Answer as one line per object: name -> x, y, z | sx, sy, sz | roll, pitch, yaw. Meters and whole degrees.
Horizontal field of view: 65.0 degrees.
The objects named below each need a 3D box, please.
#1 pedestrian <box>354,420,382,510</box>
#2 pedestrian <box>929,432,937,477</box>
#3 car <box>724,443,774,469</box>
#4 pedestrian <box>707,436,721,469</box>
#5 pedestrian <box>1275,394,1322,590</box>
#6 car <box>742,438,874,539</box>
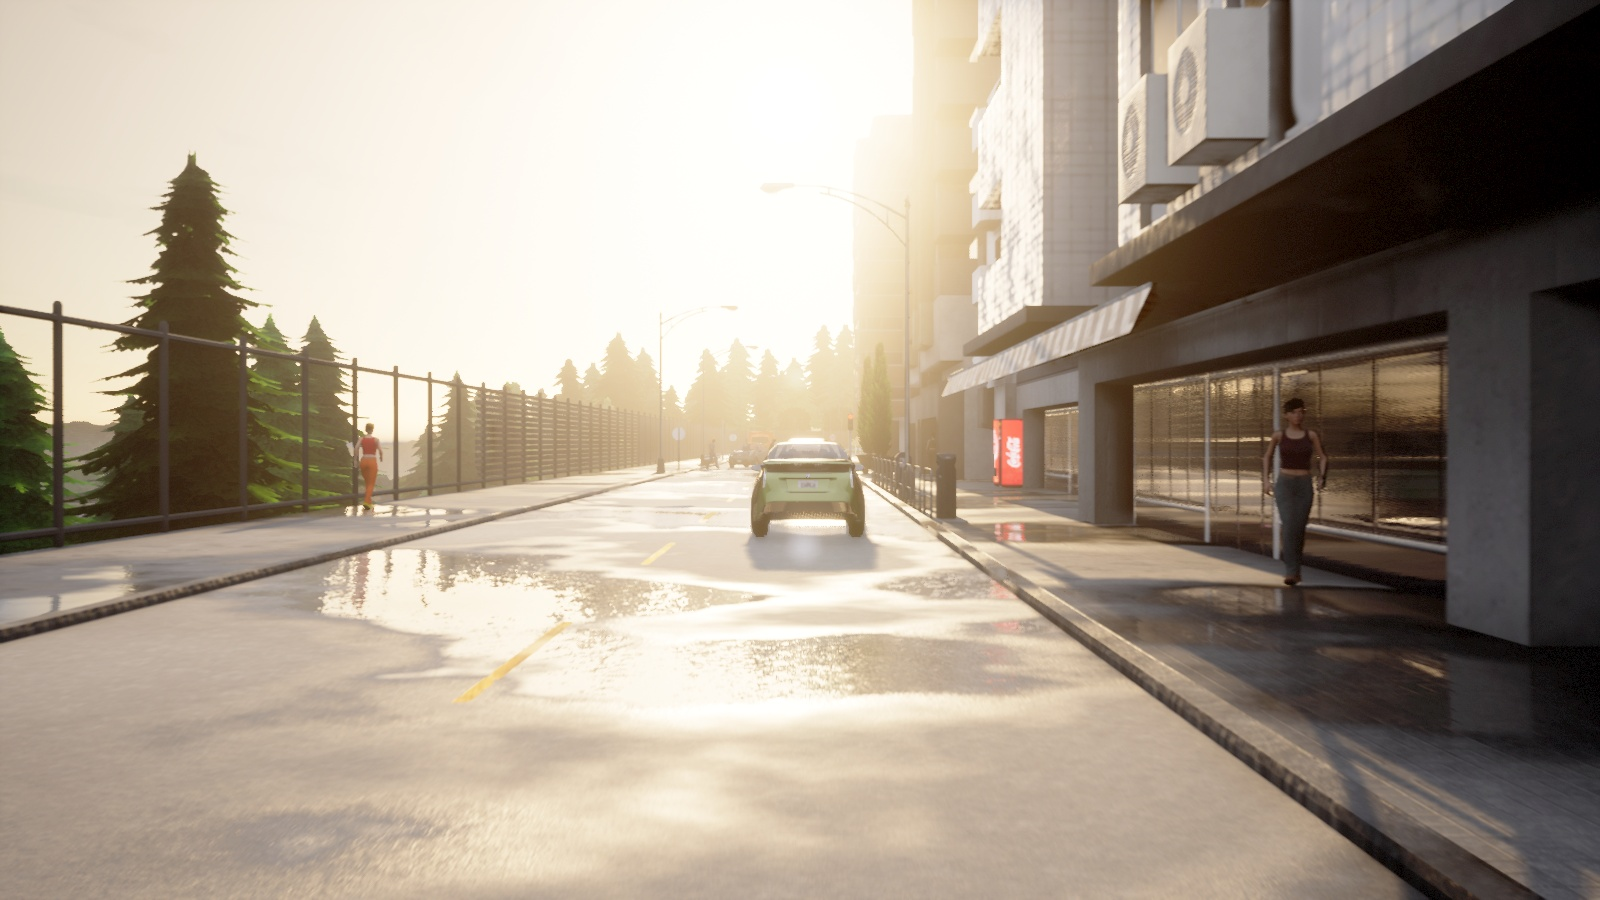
pedestrian -> -8.970, 0.302, 26.087 | 0.345, 1.836, 0.594 | 0, 0, 2
pedestrian -> 5.469, 0.170, 51.628 | 0.345, 1.836, 0.594 | 0, 0, 6
car -> -2.980, 0.337, 74.599 | 1.845, 1.501, 3.633 | 0, 0, 18
pedestrian -> -4.836, 0.125, 70.381 | 0.706, 1.836, 0.354 | 0, 0, 28
pedestrian -> 4.809, 0.392, 12.124 | 0.345, 1.836, 0.594 | 0, 0, 14
car -> 0.134, 0.573, 21.385 | 2.007, 1.525, 4.514 | 0, 0, 0
